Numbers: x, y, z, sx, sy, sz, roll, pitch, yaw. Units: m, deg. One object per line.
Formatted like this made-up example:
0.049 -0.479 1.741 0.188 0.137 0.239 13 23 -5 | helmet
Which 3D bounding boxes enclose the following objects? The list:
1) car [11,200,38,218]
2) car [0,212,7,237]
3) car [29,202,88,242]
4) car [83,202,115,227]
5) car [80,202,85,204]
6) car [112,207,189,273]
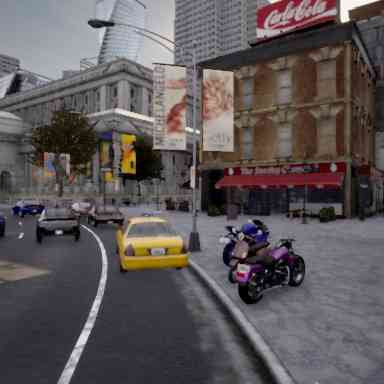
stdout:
-15.203 1.464 30.702 1.882 1.535 5.008 0 0 -40 | car
-9.742 1.341 14.889 2.097 1.767 4.553 0 0 -22 | car
-6.572 1.487 16.371 2.128 1.511 4.902 0 0 -22 | car
-6.003 1.591 22.679 1.895 1.301 4.718 0 0 -25 | car
-9.033 1.513 27.542 2.002 1.452 4.674 0 0 -35 | car
-1.493 1.456 10.762 1.801 1.575 5.366 0 0 -15 | car
